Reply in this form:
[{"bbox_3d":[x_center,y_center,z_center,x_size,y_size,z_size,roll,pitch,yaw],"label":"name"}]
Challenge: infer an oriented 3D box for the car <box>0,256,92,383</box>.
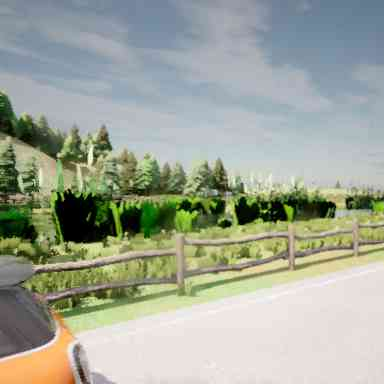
[{"bbox_3d":[-2.941,1.342,1.898,4.553,1.767,2.097,1,0,-35],"label":"car"}]
